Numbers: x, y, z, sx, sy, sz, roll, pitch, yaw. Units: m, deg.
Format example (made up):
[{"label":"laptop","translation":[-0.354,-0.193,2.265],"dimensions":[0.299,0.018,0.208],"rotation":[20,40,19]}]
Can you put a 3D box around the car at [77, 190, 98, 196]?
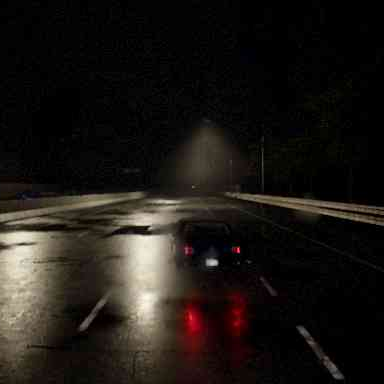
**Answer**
[{"label":"car","translation":[-17.841,0.719,57.982],"dimensions":[2.097,1.767,4.553],"rotation":[0,1,0]}]

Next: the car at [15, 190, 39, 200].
[{"label":"car","translation":[-28.319,0.591,57.721],"dimensions":[2.150,2.045,5.566],"rotation":[0,1,0]}]

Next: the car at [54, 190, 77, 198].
[{"label":"car","translation":[-21.333,0.590,57.792],"dimensions":[2.150,2.045,5.566],"rotation":[0,1,0]}]

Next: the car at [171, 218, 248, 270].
[{"label":"car","translation":[0.292,1.476,10.617],"dimensions":[1.895,1.301,4.718],"rotation":[0,1,-6]}]

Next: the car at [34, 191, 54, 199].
[{"label":"car","translation":[-24.820,0.916,57.815],"dimensions":[2.033,1.411,5.357],"rotation":[0,1,0]}]
